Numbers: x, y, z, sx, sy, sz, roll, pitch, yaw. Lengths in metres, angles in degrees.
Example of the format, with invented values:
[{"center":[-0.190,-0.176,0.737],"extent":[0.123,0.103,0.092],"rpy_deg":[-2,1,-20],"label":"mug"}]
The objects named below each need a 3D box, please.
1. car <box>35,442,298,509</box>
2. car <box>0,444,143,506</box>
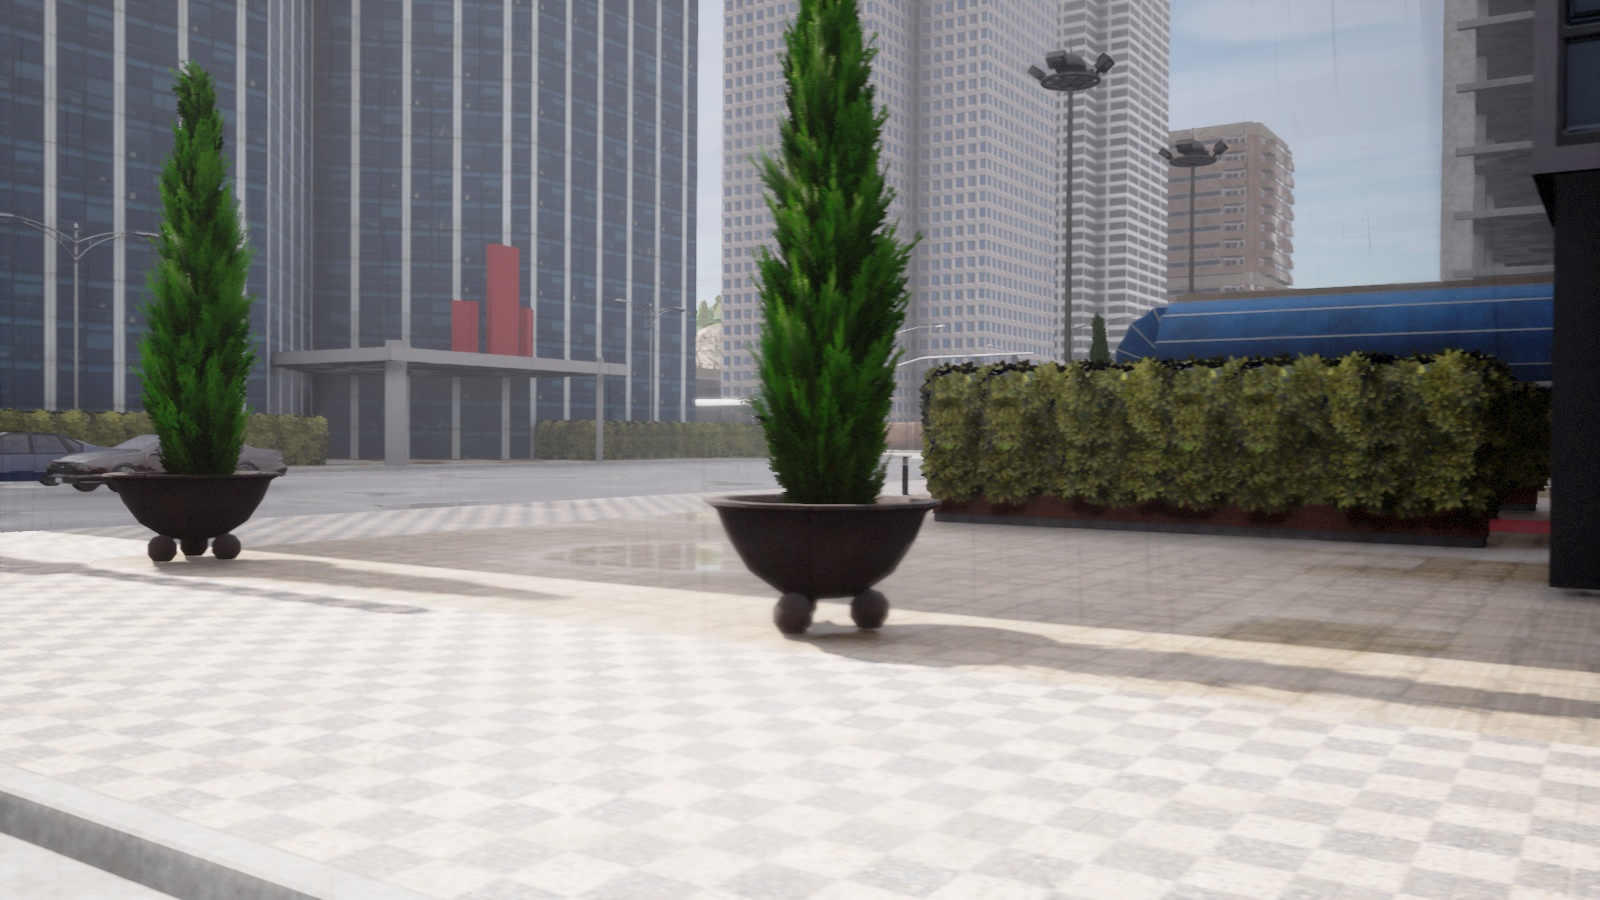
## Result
[{"center":[-15.170,0.549,30.418],"extent":[2.033,1.411,5.357],"rpy_deg":[0,1,33],"label":"car"},{"center":[-19.225,0.589,30.604],"extent":[2.033,1.411,5.357],"rpy_deg":[0,1,33],"label":"car"}]
